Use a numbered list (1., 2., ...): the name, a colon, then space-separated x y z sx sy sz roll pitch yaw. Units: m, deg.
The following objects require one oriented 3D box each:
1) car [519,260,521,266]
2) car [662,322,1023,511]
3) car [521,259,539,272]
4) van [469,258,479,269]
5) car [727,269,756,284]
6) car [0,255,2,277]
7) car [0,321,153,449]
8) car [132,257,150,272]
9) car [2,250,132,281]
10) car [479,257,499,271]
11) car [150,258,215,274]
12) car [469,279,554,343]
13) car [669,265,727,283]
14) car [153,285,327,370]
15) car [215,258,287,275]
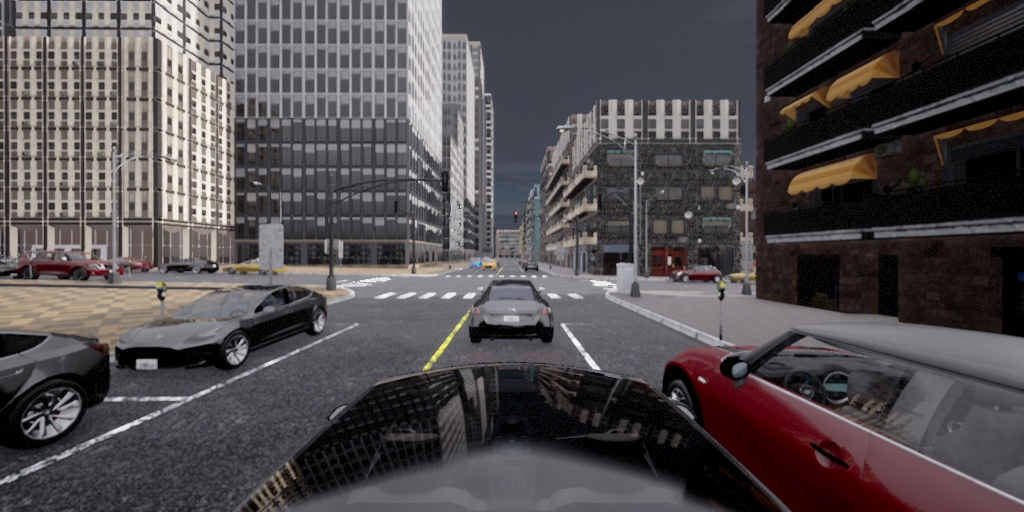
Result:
1. car: 2.523 1.335 57.411 1.888 1.381 4.507 0 0 0
2. car: 2.691 1.190 2.553 1.967 1.591 4.097 0 0 0
3. car: 2.554 1.347 47.444 1.948 1.339 4.313 0 0 0
4. van: -5.857 1.130 57.384 1.690 1.789 3.998 0 0 0
5. car: 21.278 1.715 31.357 4.829 1.417 1.751 0 0 -1
6. car: -33.064 0.749 22.195 4.313 1.339 1.948 0 0 -1
7. car: -5.689 1.316 2.527 1.948 1.339 4.313 0 0 0
8. car: -33.193 0.744 30.575 4.207 1.307 1.802 0 0 -1
9. car: -27.446 0.603 22.275 5.009 1.841 2.192 0 0 -1
10. car: -3.241 1.262 51.310 1.882 1.535 5.008 0 0 0
11. car: -27.574 0.833 30.655 4.313 1.339 1.948 0 0 -1
12. car: -0.020 1.318 9.708 1.994 1.385 4.181 0 0 0
13. car: 15.926 1.526 31.280 4.097 1.591 1.967 0 0 -1
14. car: -5.705 1.319 7.773 1.948 1.339 4.313 0 0 0
15. car: -22.130 0.897 30.821 4.829 1.417 1.751 0 0 -1
